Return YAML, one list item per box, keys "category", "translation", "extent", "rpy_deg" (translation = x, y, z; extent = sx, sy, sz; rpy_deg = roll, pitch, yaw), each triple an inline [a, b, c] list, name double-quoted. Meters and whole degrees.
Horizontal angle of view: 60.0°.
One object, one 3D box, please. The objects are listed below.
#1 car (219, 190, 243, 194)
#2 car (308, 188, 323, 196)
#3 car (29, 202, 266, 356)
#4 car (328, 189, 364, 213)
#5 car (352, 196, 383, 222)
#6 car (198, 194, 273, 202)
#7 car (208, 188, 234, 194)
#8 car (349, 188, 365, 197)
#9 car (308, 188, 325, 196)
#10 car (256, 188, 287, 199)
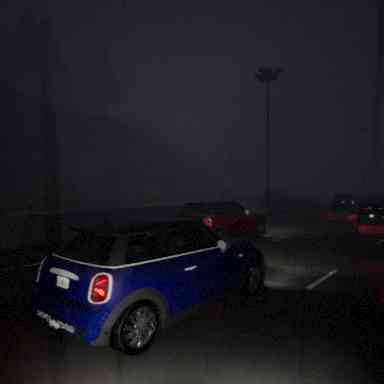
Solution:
- category: "car"
  translation: [6.444, 0.805, 47.872]
  extent: [1.895, 1.301, 4.718]
  rpy_deg: [1, 1, 40]
- category: "car"
  translation: [30.560, -0.080, 82.427]
  extent: [2.097, 1.767, 4.553]
  rpy_deg: [1, 1, 40]
- category: "car"
  translation: [-0.445, 1.249, 6.287]
  extent: [2.097, 1.767, 4.553]
  rpy_deg: [1, 1, 40]
- category: "car"
  translation: [13.698, 0.839, 28.880]
  extent: [2.097, 1.767, 4.553]
  rpy_deg: [1, 1, 40]
- category: "car"
  translation: [12.190, 1.115, 21.560]
  extent: [1.837, 1.490, 4.892]
  rpy_deg: [1, 1, 40]
- category: "car"
  translation: [1.242, 1.123, 13.805]
  extent: [2.097, 1.767, 4.553]
  rpy_deg: [1, 1, 40]
- category: "car"
  translation: [4.607, 0.379, 51.135]
  extent: [2.150, 2.045, 5.566]
  rpy_deg: [1, 1, 40]
- category: "car"
  translation: [36.140, 0.062, 72.696]
  extent: [2.097, 1.767, 4.553]
  rpy_deg: [1, 1, 40]
- category: "car"
  translation: [28.336, 0.185, 74.241]
  extent: [1.882, 1.535, 5.008]
  rpy_deg: [1, 1, 40]
- category: "car"
  translation: [9.806, 0.526, 40.959]
  extent: [2.150, 2.045, 5.566]
  rpy_deg: [1, 1, 40]
